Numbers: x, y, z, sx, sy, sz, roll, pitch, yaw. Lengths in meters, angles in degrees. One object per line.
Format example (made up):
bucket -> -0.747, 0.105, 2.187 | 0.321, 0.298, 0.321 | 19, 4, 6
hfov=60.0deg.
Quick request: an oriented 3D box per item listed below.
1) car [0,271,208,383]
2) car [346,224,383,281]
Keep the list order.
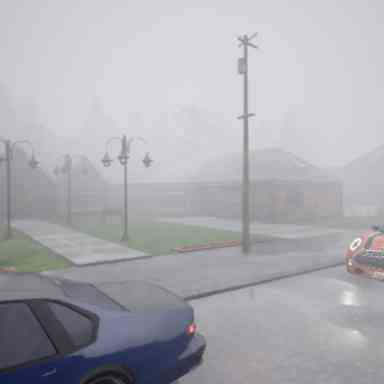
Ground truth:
car -> -2.399, 1.547, 2.896 | 5.357, 1.411, 2.033 | 0, 0, -35
car -> 6.182, 1.329, 8.960 | 4.553, 1.767, 2.097 | 0, 0, -35
